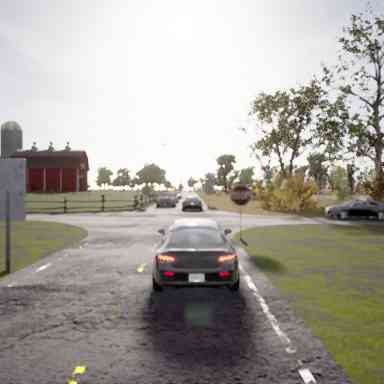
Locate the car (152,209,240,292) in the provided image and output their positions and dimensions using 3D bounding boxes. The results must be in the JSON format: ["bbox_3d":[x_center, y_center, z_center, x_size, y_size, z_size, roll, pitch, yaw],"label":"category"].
[{"bbox_3d":[0.077,1.398,8.475,1.812,1.442,4.674,0,1,0],"label":"car"}]

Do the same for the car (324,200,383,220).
[{"bbox_3d":[12.926,1.344,25.954,4.902,1.511,2.128,1,0,0],"label":"car"}]

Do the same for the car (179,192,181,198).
[{"bbox_3d":[-2.941,0.813,47.830,1.837,1.490,4.892,0,2,0],"label":"car"}]

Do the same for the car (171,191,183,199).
[{"bbox_3d":[-2.904,0.634,64.407,2.033,1.411,5.357,0,1,0],"label":"car"}]

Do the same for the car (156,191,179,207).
[{"bbox_3d":[-2.931,0.794,38.433,2.097,1.767,4.553,0,1,0],"label":"car"}]

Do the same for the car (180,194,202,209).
[{"bbox_3d":[0.022,1.062,34.416,1.994,1.385,4.181,0,1,0],"label":"car"}]
